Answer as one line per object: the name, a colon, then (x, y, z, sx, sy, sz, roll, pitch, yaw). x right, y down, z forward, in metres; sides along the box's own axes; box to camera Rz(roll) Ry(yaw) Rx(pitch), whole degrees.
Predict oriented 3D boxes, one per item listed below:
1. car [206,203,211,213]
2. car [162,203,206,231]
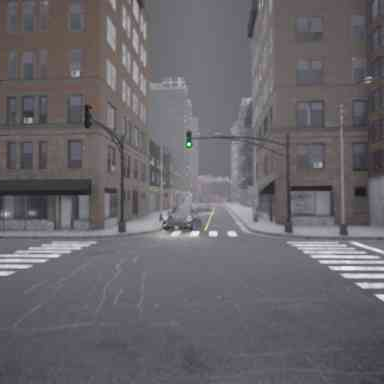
car: (1.888, 2.432, 50.907, 1.994, 1.385, 4.181, 0, -1, 5)
car: (-0.590, 1.747, 23.696, 2.097, 1.767, 4.553, 0, -1, 10)
